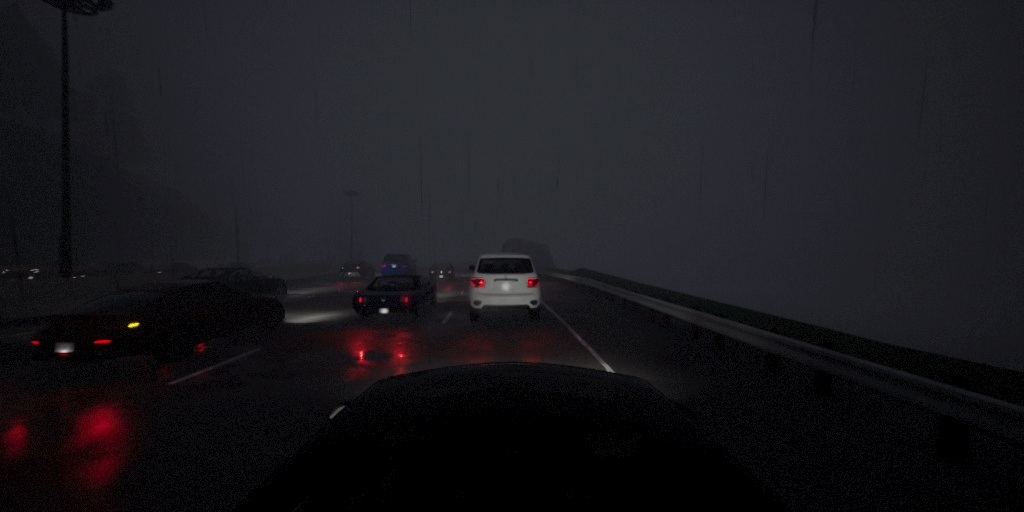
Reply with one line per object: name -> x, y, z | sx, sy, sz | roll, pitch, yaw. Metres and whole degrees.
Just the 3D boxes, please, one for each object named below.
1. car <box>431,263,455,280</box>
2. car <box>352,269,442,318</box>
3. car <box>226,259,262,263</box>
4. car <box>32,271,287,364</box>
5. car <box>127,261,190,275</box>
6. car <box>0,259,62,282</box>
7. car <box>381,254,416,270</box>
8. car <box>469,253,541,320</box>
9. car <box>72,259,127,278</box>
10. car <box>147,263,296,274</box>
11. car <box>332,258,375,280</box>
car -> -5.567, 1.210, 28.811 | 1.895, 1.301, 4.718 | 0, 0, -8
car -> -3.863, 1.297, 12.676 | 1.895, 1.301, 4.718 | 0, 0, -4
car -> -23.776, 1.197, 30.620 | 1.994, 1.385, 4.181 | 0, 0, -10
car -> -7.143, 1.254, 7.963 | 1.812, 1.442, 4.674 | 0, 1, -2
car -> -26.910, 1.179, 28.155 | 1.812, 1.442, 4.674 | 0, 0, -10
car -> -33.684, 1.029, 26.172 | 2.097, 1.767, 4.553 | 0, 0, -9
car -> -9.179, 0.835, 29.332 | 2.150, 2.045, 5.566 | 0, 0, -9
car -> -0.337, 0.909, 12.633 | 2.150, 2.045, 5.566 | 0, 0, -4
car -> -30.330, 1.170, 27.372 | 1.837, 1.490, 4.892 | 0, 0, -10
car -> -10.995, 1.192, 14.269 | 2.128, 1.511, 4.902 | 0, 0, -4
car -> -12.823, 1.108, 29.891 | 2.128, 1.511, 4.902 | 0, 0, -9
